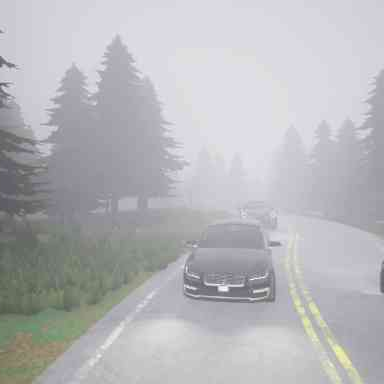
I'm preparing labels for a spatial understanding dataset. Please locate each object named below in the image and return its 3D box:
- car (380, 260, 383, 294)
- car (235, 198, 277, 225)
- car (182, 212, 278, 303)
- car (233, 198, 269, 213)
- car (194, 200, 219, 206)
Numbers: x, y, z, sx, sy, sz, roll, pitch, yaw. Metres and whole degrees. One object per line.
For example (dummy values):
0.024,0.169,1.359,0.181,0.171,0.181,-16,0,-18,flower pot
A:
4.492,1.308,4.642,2.097,1.767,4.553,-1,0,8,car
3.870,1.270,20.364,2.097,1.767,4.553,-1,0,5,car
1.089,1.496,8.411,1.837,1.490,4.892,-1,0,12,car
6.193,1.410,35.734,1.837,1.490,4.892,2,-1,-16,car
1.907,1.799,44.858,1.812,1.442,4.674,3,-5,-35,car
